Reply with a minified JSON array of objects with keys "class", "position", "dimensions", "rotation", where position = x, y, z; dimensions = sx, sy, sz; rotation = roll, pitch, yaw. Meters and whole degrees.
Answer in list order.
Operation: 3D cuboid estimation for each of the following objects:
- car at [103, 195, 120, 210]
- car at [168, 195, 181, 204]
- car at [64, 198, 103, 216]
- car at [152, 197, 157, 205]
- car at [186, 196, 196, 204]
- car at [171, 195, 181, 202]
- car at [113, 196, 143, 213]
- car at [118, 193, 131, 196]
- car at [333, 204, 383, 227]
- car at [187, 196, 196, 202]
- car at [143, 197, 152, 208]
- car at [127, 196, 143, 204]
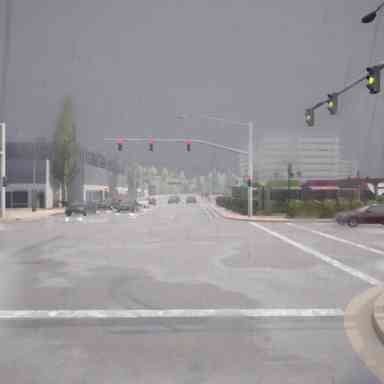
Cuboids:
[{"class":"car","position":[-10.682,1.505,42.091],"dimensions":[1.837,1.490,4.892],"rotation":[0,0,0]},{"class":"car","position":[-3.628,1.547,64.514],"dimensions":[2.033,1.411,5.357],"rotation":[0,0,0]},{"class":"car","position":[-10.664,1.547,32.535],"dimensions":[2.033,1.411,5.357],"rotation":[0,0,0]},{"class":"car","position":[-7.194,1.564,56.775],"dimensions":[1.994,1.385,4.181],"rotation":[0,0,0]},{"class":"car","position":[-0.128,1.491,64.521],"dimensions":[2.128,1.511,4.902],"rotation":[0,0,0]},{"class":"car","position":[-3.649,1.425,74.787],"dimensions":[1.994,1.385,4.181],"rotation":[0,0,0]},{"class":"car","position":[-7.175,1.505,37.629],"dimensions":[1.837,1.490,4.892],"rotation":[0,0,0]},{"class":"car","position":[-10.701,1.221,52.077],"dimensions":[2.150,2.045,5.566],"rotation":[0,0,0]},{"class":"car","position":[11.762,1.526,21.876],"dimensions":[4.674,1.442,1.812],"rotation":[0,0,1]},{"class":"car","position":[-0.149,1.468,74.826],"dimensions":[1.895,1.301,4.718],"rotation":[0,0,0]},{"class":"car","position":[-7.187,1.526,46.814],"dimensions":[1.812,1.442,4.674],"rotation":[0,0,0]},{"class":"car","position":[-10.675,1.547,62.774],"dimensions":[2.033,1.411,5.357],"rotation":[0,0,1]}]
